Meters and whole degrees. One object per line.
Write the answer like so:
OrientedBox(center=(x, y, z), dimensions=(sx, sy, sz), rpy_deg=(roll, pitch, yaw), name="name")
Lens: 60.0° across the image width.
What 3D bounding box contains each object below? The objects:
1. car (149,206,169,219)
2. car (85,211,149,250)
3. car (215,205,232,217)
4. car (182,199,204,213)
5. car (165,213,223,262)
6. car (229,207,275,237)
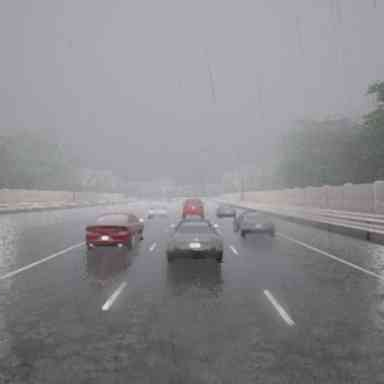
OrientedBox(center=(-3.382, 2.084, 34.547), dimensions=(1.895, 1.301, 4.718), rpy_deg=(0, -1, 0), name="car")
OrientedBox(center=(-3.395, 1.688, 15.461), dimensions=(1.882, 1.535, 5.008), rpy_deg=(0, -1, 0), name="car")
OrientedBox(center=(3.618, 2.070, 36.010), dimensions=(1.994, 1.385, 4.181), rpy_deg=(0, -1, 0), name="car")
OrientedBox(center=(0.119, 1.714, 35.065), dimensions=(2.150, 2.045, 5.566), rpy_deg=(0, -1, 0), name="car")
OrientedBox(center=(0.101, 1.740, 12.873), dimensions=(1.994, 1.385, 4.181), rpy_deg=(0, -1, 0), name="car")
OrientedBox(center=(3.608, 1.840, 19.969), dimensions=(1.994, 1.385, 4.181), rpy_deg=(0, -1, 0), name="car")
